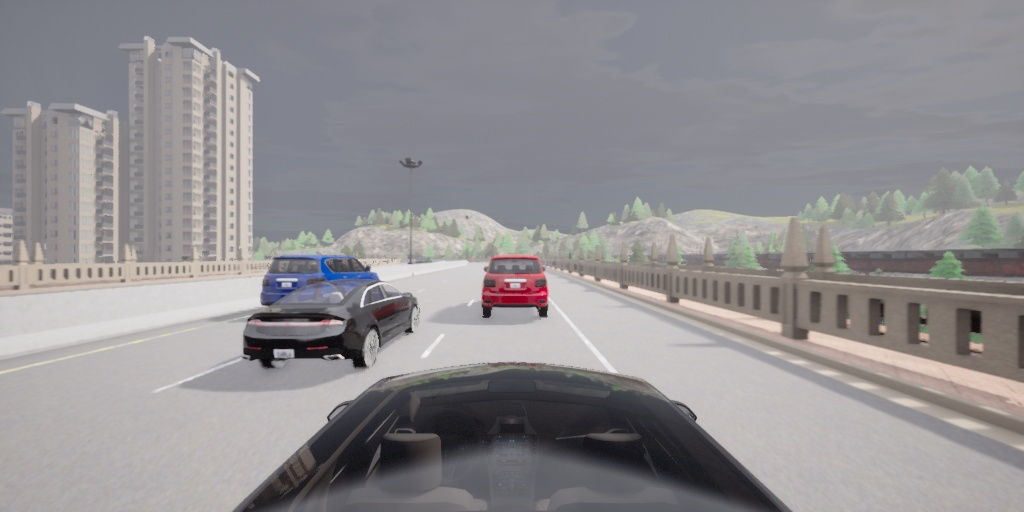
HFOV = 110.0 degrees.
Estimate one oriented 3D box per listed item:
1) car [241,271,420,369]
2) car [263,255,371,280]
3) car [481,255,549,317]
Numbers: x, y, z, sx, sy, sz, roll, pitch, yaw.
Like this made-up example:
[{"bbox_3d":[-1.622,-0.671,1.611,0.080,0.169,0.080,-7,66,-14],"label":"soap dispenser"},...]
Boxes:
[{"bbox_3d":[-3.403,1.245,7.776,2.128,1.511,4.902,0,0,0],"label":"car"},{"bbox_3d":[-6.906,0.978,13.669,2.150,2.045,5.566,0,0,0],"label":"car"},{"bbox_3d":[0.095,0.979,13.380,2.150,2.045,5.566,0,0,0],"label":"car"}]
